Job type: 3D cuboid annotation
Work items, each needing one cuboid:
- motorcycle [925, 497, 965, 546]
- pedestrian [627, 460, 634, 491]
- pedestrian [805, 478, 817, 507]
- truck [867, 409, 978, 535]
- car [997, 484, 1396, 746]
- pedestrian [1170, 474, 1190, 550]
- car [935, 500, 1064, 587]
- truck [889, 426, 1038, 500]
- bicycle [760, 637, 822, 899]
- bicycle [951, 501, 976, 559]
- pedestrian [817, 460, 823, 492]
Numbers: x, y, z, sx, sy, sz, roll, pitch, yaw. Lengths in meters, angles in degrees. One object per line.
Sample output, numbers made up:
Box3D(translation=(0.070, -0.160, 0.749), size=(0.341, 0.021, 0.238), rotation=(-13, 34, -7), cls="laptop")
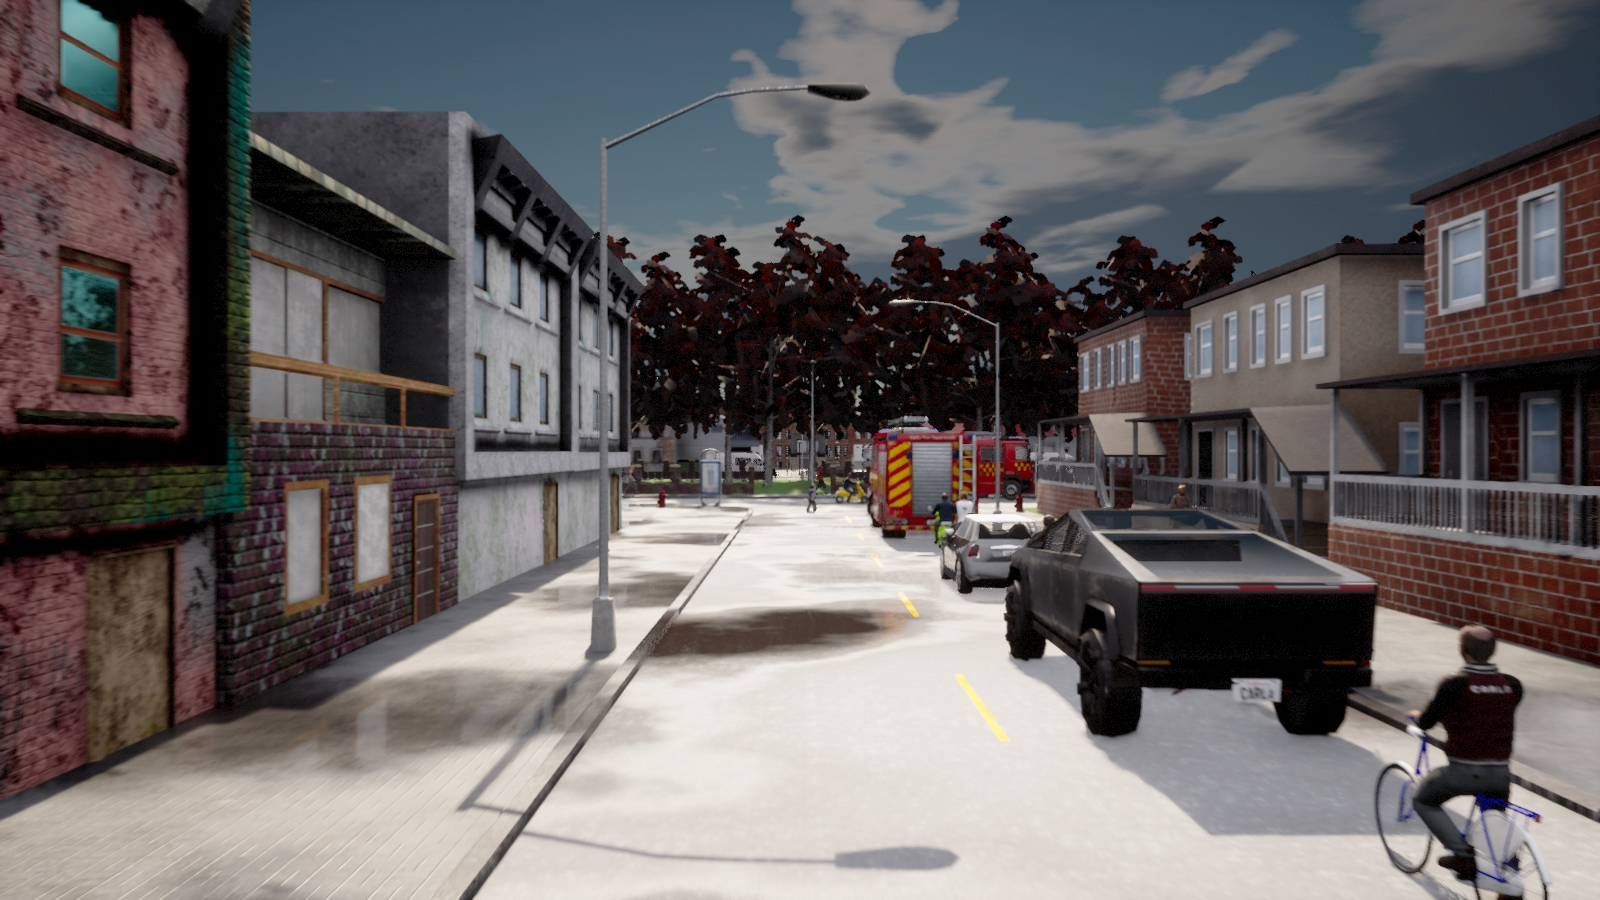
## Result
Box3D(translation=(3.995, 1.962, 31.607), size=(0.856, 1.236, 1.805), rotation=(0, 0, 0), cls="motorcycle")
Box3D(translation=(-10.081, 1.525, 67.962), size=(0.375, 1.860, 0.375), rotation=(0, 0, 3), cls="pedestrian")
Box3D(translation=(0.504, 1.908, 51.257), size=(0.375, 1.300, 0.375), rotation=(0, 0, -44), cls="pedestrian")
Box3D(translation=(3.986, 0.671, 39.152), size=(2.891, 3.827, 8.468), rotation=(0, 0, 0), cls="truck")
Box3D(translation=(3.997, 1.534, 13.094), size=(2.390, 2.098, 6.274), rotation=(0, 0, 0), cls="car")
Box3D(translation=(9.393, 1.524, 28.248), size=(0.375, 1.860, 0.375), rotation=(0, 0, -4), cls="pedestrian")
Box3D(translation=(3.997, 1.845, 23.489), size=(1.970, 1.475, 3.806), rotation=(0, 0, 0), cls="car")
Box3D(translation=(9.119, 0.670, 63.216), size=(8.468, 3.827, 2.891), rotation=(0, 0, -34), cls="truck")
Box3D(translation=(-0.049, 1.940, 7.047), size=(0.329, 1.271, 1.835), rotation=(0, 0, 0), cls="bicycle")
Box3D(translation=(3.995, 1.936, 27.954), size=(0.373, 1.296, 1.643), rotation=(0, 0, 0), cls="bicycle")
Box3D(translation=(1.185, 1.523, 67.623), size=(0.375, 1.860, 0.375), rotation=(0, 0, 3), cls="pedestrian")
